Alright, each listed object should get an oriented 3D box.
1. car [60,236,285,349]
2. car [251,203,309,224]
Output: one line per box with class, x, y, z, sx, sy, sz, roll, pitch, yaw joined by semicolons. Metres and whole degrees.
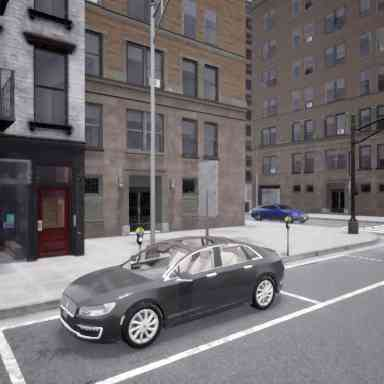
car;-0.108;1.551;6.175;4.403;1.369;2.008;0;0;-37
car;6.630;1.610;25.591;1.812;1.442;4.674;0;0;-39
